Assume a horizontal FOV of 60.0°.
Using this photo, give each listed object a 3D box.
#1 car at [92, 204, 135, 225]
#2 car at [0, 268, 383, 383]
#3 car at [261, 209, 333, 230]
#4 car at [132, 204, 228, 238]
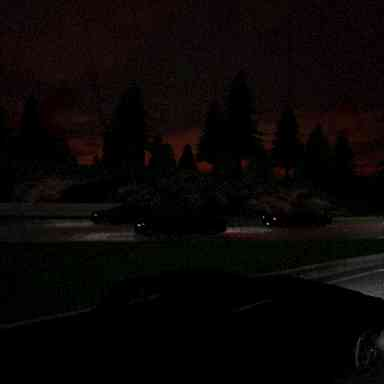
[{"bbox_3d":[-4.823,1.621,24.577,5.008,1.535,1.882,1,0,-7],"label":"car"},{"bbox_3d":[0.435,1.635,3.939,4.718,1.301,1.895,1,-1,-38],"label":"car"},{"bbox_3d":[7.229,1.859,23.065,4.718,1.301,1.895,1,0,-17],"label":"car"},{"bbox_3d":[-0.579,1.614,18.107,5.008,1.535,1.882,1,0,-8],"label":"car"}]
